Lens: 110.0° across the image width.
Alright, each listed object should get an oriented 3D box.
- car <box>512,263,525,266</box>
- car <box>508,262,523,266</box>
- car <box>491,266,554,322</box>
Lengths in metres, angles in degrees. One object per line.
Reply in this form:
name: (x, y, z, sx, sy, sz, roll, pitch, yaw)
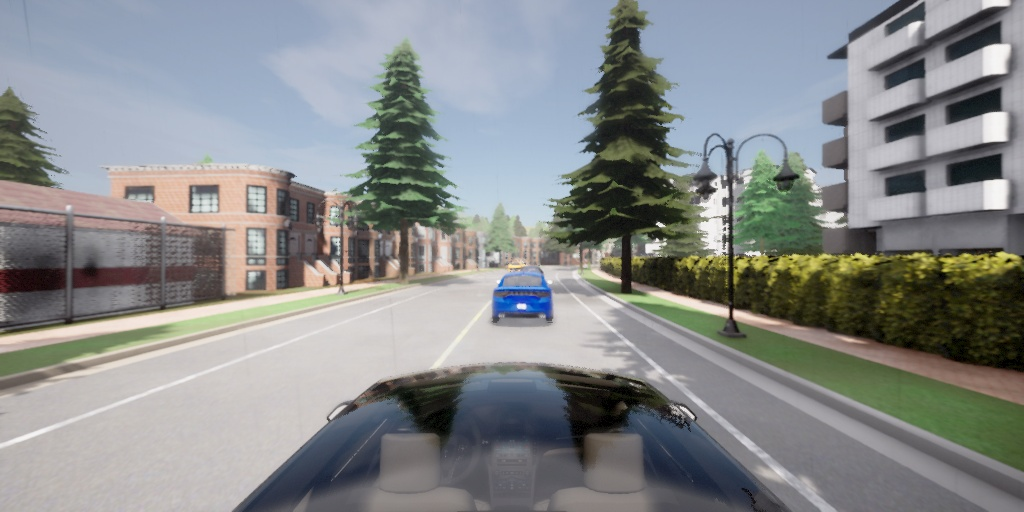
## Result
car: (1.467, 1.441, 27.048, 2.033, 1.411, 5.357, 0, 0, 6)
car: (0.626, 1.486, 47.801, 1.882, 1.535, 5.008, 0, 0, 10)
car: (0.416, 1.289, 12.636, 1.882, 1.535, 5.008, 0, 0, 3)
